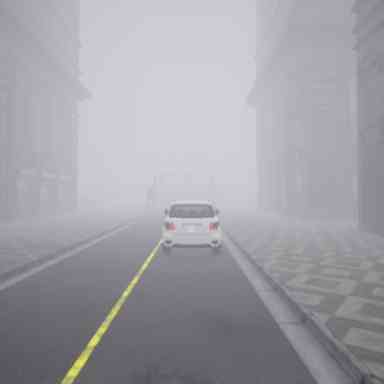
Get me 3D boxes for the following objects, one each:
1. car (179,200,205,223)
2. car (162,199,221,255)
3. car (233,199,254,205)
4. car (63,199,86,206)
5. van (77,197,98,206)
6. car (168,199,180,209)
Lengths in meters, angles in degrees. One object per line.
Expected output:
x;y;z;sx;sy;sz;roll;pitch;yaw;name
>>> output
-0.004;1.617;29.090;2.097;1.767;4.553;0;-1;0;car
-0.003;1.350;14.025;2.150;2.045;5.566;0;0;0;car
11.611;2.213;74.641;4.829;1.417;1.752;0;-1;0;car
-26.311;2.359;74.501;4.507;1.381;1.887;0;-1;0;car
-20.772;1.914;65.975;3.998;1.788;1.690;0;-1;0;van
-3.018;1.984;57.267;1.882;1.535;5.008;0;-1;0;car
